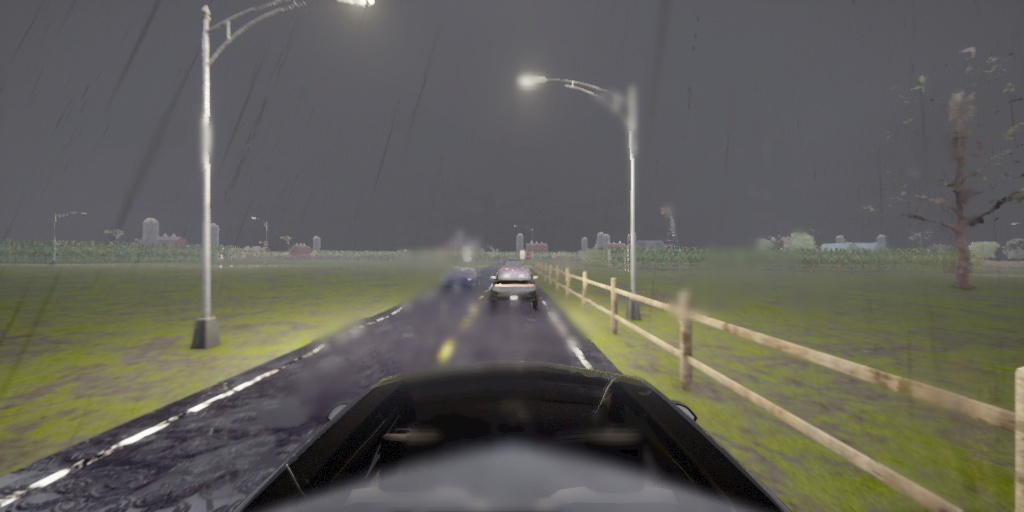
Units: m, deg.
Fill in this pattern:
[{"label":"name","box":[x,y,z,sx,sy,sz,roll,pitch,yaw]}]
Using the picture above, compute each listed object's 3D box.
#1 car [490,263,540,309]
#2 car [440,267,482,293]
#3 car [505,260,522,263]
[{"label":"car","box":[0.103,1.240,14.915,2.128,1.511,4.902,0,0,0]},{"label":"car","box":[-2.844,1.346,20.841,1.895,1.301,4.718,0,0,0]},{"label":"car","box":[0.104,1.090,30.708,2.097,1.767,4.553,0,0,0]}]
